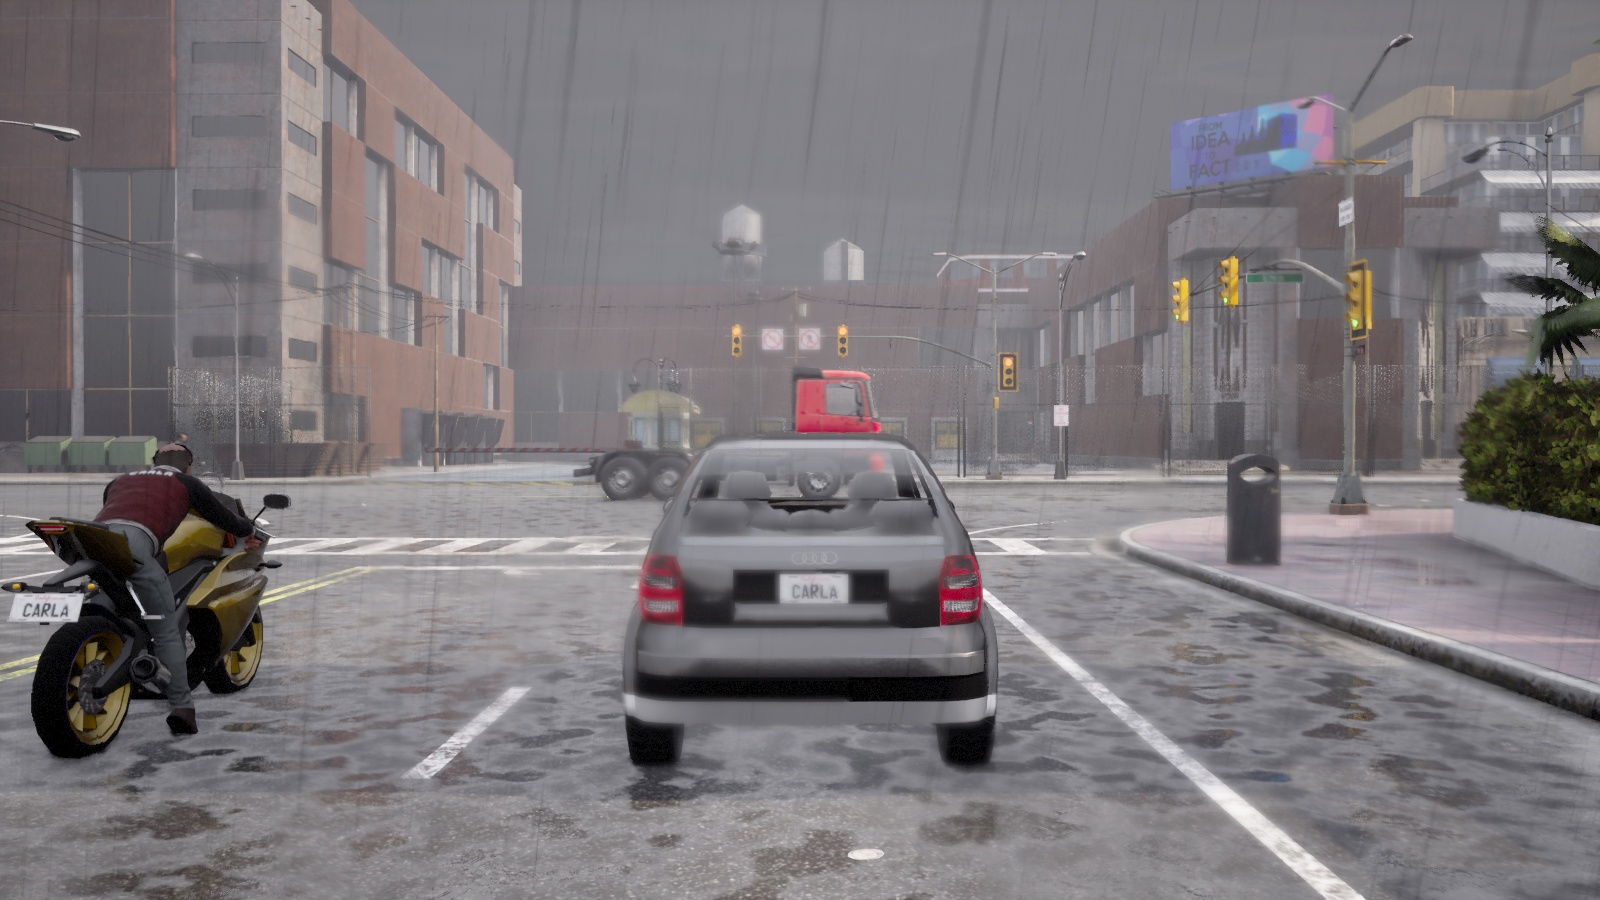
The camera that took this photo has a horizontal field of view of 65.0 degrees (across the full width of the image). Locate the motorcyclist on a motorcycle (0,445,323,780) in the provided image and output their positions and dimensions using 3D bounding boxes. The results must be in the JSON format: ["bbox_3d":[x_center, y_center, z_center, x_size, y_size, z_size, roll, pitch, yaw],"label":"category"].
[{"bbox_3d":[-3.454,0.740,6.842,0.866,1.530,2.191,0,0,0],"label":"motorcyclist on a motorcycle"}]

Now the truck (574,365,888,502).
[{"bbox_3d":[-1.726,-0.424,33.179,7.936,3.462,2.891,0,0,1],"label":"truck"}]

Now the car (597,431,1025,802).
[{"bbox_3d":[0.051,0.685,7.106,1.789,1.549,3.705,0,0,0],"label":"car"}]

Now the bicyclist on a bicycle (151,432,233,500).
[{"bbox_3d":[-16.156,0.416,33.378,1.843,1.776,0.659,0,0,1],"label":"bicyclist on a bicycle"}]
